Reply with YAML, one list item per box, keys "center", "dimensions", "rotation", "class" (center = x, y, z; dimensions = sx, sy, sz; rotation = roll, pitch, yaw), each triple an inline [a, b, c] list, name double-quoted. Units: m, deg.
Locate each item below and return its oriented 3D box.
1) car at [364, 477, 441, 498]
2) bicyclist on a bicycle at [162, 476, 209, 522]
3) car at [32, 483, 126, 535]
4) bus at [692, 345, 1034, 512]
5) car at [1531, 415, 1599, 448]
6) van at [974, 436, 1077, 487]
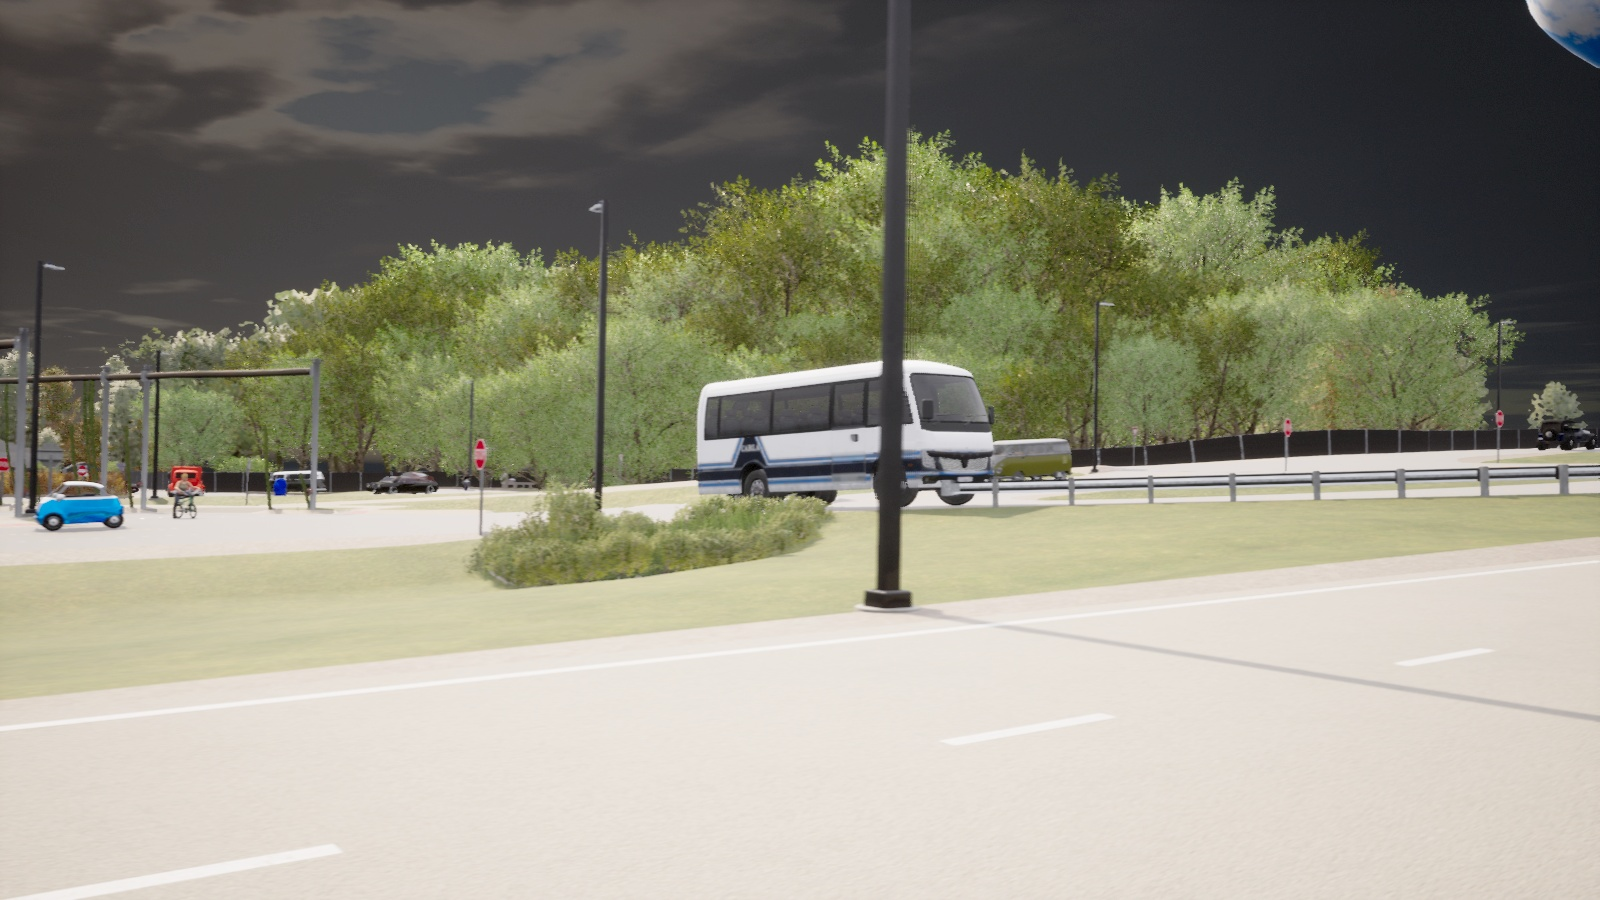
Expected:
- center: [-26.777, 2.530, 84.688]
  dimensions: [1.895, 1.301, 4.718]
  rotation: [0, 0, 37]
  class: "car"
- center: [-21.827, 1.730, 44.592]
  dimensions: [1.509, 1.612, 0.866]
  rotation: [-2, -2, 36]
  class: "bicyclist on a bicycle"
- center: [-20.690, 1.666, 36.030]
  dimensions: [2.207, 1.376, 1.481]
  rotation: [0, 0, -34]
  class: "car"
- center: [1.564, -0.382, 37.931]
  dimensions: [3.944, 4.253, 10.273]
  rotation: [0, -3, -44]
  class: "bus"
- center: [46.535, -1.132, 76.311]
  dimensions: [3.866, 1.878, 1.905]
  rotation: [-2, 1, -29]
  class: "car"
- center: [9.953, 0.495, 55.361]
  dimensions: [4.442, 1.987, 1.775]
  rotation: [-3, 2, -34]
  class: "van"
